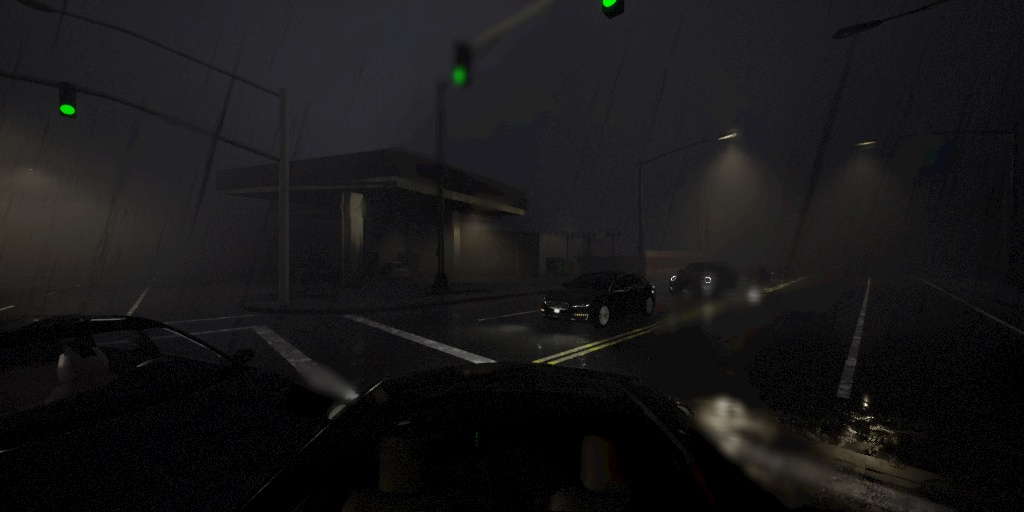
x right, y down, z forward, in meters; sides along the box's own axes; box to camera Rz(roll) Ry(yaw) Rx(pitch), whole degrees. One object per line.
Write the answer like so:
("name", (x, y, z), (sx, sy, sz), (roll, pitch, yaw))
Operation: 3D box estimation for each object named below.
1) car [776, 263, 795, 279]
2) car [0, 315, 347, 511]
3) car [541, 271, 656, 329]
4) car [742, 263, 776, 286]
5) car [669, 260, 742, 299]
("car", (23.965, 1.314, 32.253), (4.181, 1.385, 1.994), (0, 0, -44))
("car", (-3.406, 1.242, 2.582), (4.902, 1.511, 2.128), (0, 0, 15))
("car", (2.947, 1.255, 11.564), (4.892, 1.490, 1.837), (0, 0, -45))
("car", (16.792, 1.314, 25.241), (1.994, 1.385, 4.181), (0, 0, 44))
("car", (9.825, 1.102, 18.370), (4.553, 1.767, 2.097), (0, 0, -45))
